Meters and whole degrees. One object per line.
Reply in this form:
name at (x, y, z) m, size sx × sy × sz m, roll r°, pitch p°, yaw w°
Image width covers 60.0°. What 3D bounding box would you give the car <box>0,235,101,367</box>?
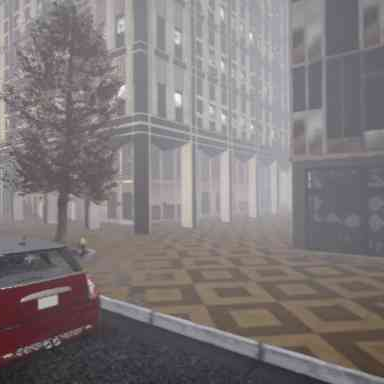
car at (-3.390, 1.414, 5.385) m, size 4.097 × 1.590 × 1.967 m, roll 0°, pitch -1°, yaw 36°
